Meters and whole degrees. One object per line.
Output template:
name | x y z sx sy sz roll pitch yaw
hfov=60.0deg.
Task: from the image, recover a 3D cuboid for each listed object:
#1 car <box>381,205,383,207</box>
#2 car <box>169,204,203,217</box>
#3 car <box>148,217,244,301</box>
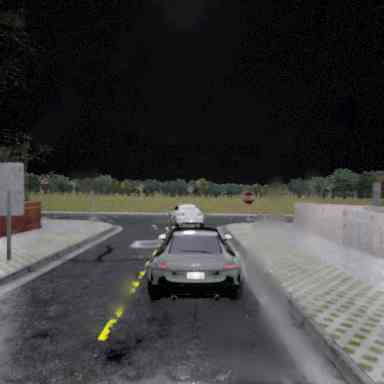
car | 16.887 1.825 28.829 4.181 1.385 1.994 1 0 0
car | -0.434 1.542 22.743 1.812 1.442 4.674 0 0 -10
car | 0.082 1.566 8.367 1.994 1.385 4.181 0 0 0
